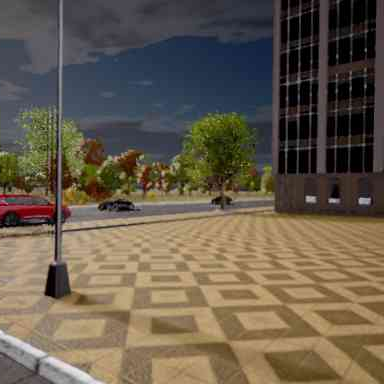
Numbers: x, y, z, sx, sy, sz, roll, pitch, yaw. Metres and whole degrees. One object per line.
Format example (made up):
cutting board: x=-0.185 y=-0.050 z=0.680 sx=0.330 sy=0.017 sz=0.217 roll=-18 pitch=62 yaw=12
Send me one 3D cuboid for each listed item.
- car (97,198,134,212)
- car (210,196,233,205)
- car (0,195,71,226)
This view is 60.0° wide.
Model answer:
car: x=-8.544 y=1.422 z=37.565 sx=1.994 sy=1.385 sz=4.181 roll=1 pitch=1 yaw=38
car: x=4.913 y=1.351 z=54.510 sx=1.837 sy=1.490 sz=4.892 roll=1 pitch=1 yaw=38
car: x=-11.484 y=1.208 z=23.520 sx=2.150 sy=2.045 sz=5.566 roll=1 pitch=1 yaw=42
